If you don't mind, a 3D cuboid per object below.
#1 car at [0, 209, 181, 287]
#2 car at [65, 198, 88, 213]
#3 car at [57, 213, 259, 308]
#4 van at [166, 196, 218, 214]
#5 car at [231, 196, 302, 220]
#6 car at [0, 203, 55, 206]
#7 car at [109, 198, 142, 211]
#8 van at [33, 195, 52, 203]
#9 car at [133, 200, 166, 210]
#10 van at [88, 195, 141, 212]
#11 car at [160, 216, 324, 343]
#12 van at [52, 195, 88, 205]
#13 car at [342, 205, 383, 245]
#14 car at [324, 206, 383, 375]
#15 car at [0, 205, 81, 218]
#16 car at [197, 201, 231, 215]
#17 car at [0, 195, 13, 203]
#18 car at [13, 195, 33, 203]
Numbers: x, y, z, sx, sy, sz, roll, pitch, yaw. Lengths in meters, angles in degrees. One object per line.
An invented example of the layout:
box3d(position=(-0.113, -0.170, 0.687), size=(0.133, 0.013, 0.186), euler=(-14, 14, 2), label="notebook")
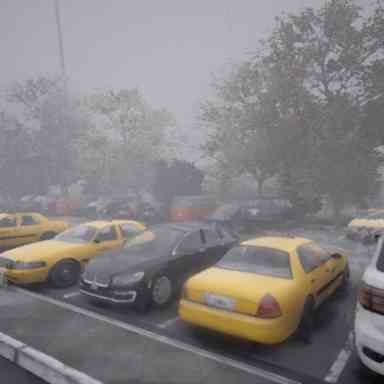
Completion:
box3d(position=(-2.815, 1.531, 9.820), size=(1.946, 1.575, 5.366), euler=(0, 0, 36), label="car")
box3d(position=(-8.478, 1.520, 30.288), size=(2.097, 1.535, 5.008), euler=(0, 0, 36), label="car")
box3d(position=(-0.453, 1.546, 8.349), size=(2.231, 1.521, 4.892), euler=(0, 0, 36), label="car")
box3d(position=(0.461, 1.282, 23.964), size=(1.878, 1.987, 4.442), euler=(0, 0, 36), label="van")
box3d(position=(5.000, 1.276, 20.575), size=(2.435, 2.045, 5.566), euler=(0, 0, 36), label="car")
box3d(position=(-9.345, 1.506, 14.998), size=(1.946, 1.575, 5.366), euler=(0, 0, 36), label="car")
box3d(position=(-3.976, 1.533, 27.063), size=(2.163, 1.488, 4.792), euler=(0, 0, 36), label="car")
box3d(position=(-13.040, 1.321, 33.435), size=(1.878, 1.987, 4.442), euler=(0, 0, 36), label="van")
box3d(position=(-1.837, 1.532, 25.517), size=(2.163, 1.488, 4.792), euler=(0, 0, 36), label="car")
box3d(position=(-6.287, 1.284, 28.564), size=(1.878, 1.987, 4.442), euler=(0, 0, 36), label="van")
box3d(position=(1.902, 1.553, 6.868), size=(1.946, 1.575, 5.366), euler=(0, 0, 36), label="car")
box3d(position=(-10.658, 1.308, 32.001), size=(1.878, 1.987, 4.442), euler=(0, 0, 36), label="van")
box3d(position=(9.363, 1.547, 17.157), size=(1.946, 1.575, 5.366), euler=(0, 0, 36), label="car")
box3d(position=(4.061, 1.316, 5.113), size=(2.435, 2.045, 5.566), euler=(0, 0, 36), label="car")
box3d(position=(-7.412, 1.511, 13.143), size=(1.946, 1.575, 5.366), euler=(0, 0, 36), label="car")
box3d(position=(2.721, 1.546, 22.152), size=(2.163, 1.488, 4.792), euler=(0, 0, 36), label="car")
box3d(position=(-17.478, 1.321, 36.752), size=(2.435, 2.045, 5.566), euler=(0, 0, 36), label="car")
box3d(position=(-15.232, 1.308, 35.129), size=(2.435, 2.045, 5.566), euler=(0, 0, 36), label="car")
